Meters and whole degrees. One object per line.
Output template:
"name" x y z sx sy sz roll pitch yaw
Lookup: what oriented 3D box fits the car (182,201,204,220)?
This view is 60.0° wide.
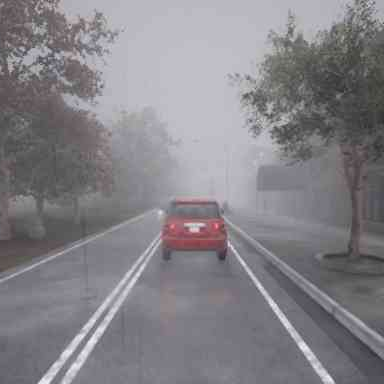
"car" 0.096 1.615 29.893 1.812 1.442 4.674 0 0 0

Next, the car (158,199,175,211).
"car" -3.326 1.639 44.327 1.837 1.490 4.892 0 0 0

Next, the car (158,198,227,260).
"car" 0.089 1.257 12.805 2.150 2.045 5.566 0 0 0
